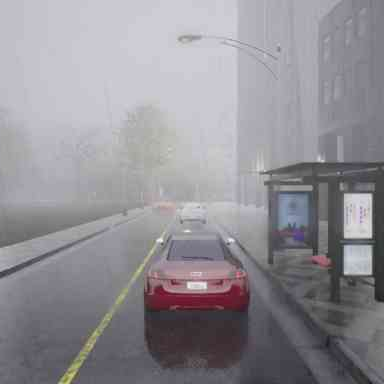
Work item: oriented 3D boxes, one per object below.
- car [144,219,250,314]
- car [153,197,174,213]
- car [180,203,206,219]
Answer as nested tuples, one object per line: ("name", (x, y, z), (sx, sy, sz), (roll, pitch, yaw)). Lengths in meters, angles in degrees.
("car", (0.086, 1.572, 7.704), (1.994, 1.385, 4.181), (0, 0, 0))
("car", (-3.160, 1.404, 37.279), (2.097, 1.767, 4.553), (0, 0, 0))
("car", (0.055, 1.563, 25.036), (1.812, 1.442, 4.674), (0, 0, 0))
